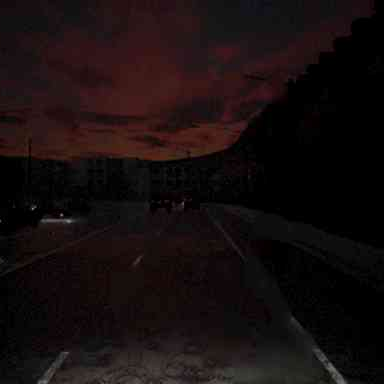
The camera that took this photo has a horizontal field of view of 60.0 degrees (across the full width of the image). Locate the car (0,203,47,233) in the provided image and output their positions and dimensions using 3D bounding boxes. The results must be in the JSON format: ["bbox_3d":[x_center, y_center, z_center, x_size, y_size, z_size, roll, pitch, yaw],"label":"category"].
[{"bbox_3d":[-10.574,1.558,19.288,1.895,1.301,4.718,0,0,0],"label":"car"}]

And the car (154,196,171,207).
[{"bbox_3d":[-4.478,1.397,49.675,1.837,1.490,4.892,0,0,-14],"label":"car"}]

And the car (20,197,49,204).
[{"bbox_3d":[-14.056,1.287,29.761,2.097,1.767,4.553,0,0,0],"label":"car"}]

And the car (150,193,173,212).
[{"bbox_3d":[-3.420,1.137,37.480,2.150,2.045,5.566,0,0,0],"label":"car"}]

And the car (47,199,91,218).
[{"bbox_3d":[-10.556,1.482,29.630,2.033,1.411,5.357,0,0,0],"label":"car"}]

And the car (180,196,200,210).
[{"bbox_3d":[-0.031,1.400,41.267,2.128,1.511,4.902,0,0,-3],"label":"car"}]

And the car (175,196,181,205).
[{"bbox_3d":[-1.311,1.378,51.422,2.128,1.511,4.902,0,0,-17],"label":"car"}]
